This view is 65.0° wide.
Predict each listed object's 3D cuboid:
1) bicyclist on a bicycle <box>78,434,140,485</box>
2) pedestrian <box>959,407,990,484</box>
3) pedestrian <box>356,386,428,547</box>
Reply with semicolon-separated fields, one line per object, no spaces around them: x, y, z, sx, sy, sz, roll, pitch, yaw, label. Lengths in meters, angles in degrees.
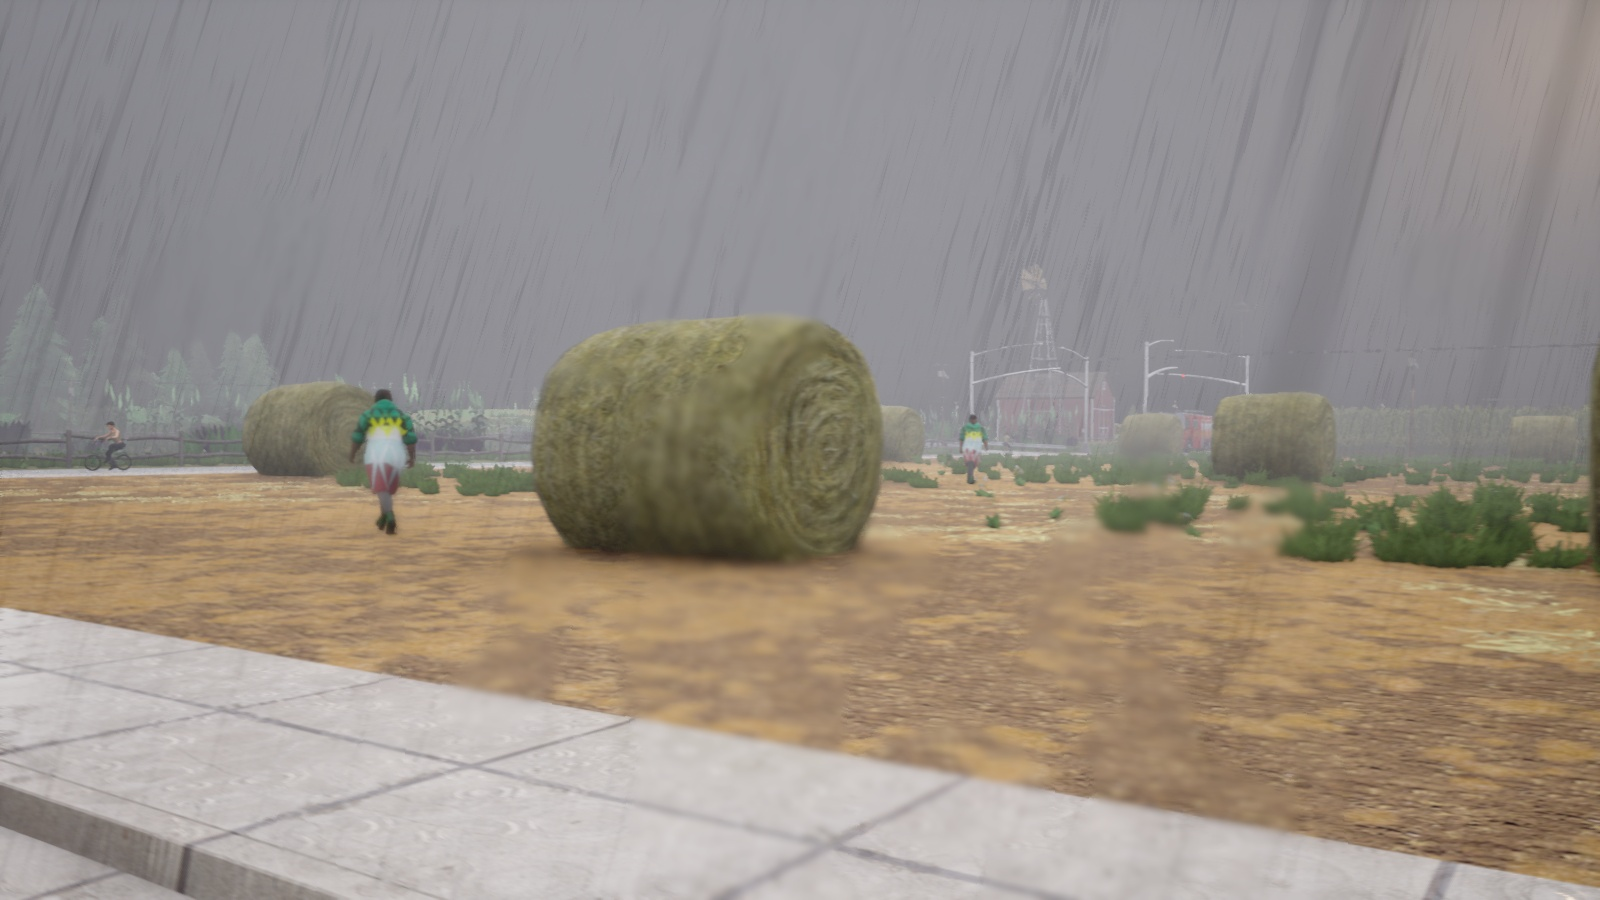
-22.437;0.279;40.807;0.866;1.612;1.509;0;1;37;bicyclist on a bicycle
4.478;-0.124;32.238;0.659;1.952;0.873;-1;1;1;pedestrian
-5.126;0.191;15.750;0.659;1.952;0.873;-1;1;-31;pedestrian
